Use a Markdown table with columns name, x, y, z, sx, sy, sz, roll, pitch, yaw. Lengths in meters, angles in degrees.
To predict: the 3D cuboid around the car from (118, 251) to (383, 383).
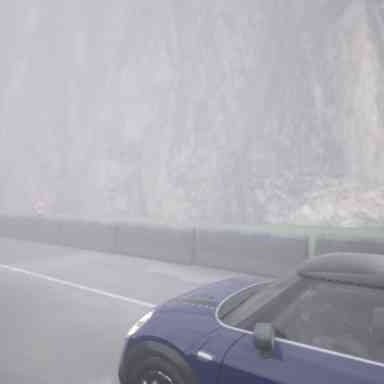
| name | x | y | z | sx | sy | sz | roll | pitch | yaw |
| --- | --- | --- | --- | --- | --- | --- | --- | --- | --- |
| car | 1.446 | 1.358 | 2.973 | 4.553 | 1.767 | 2.097 | 0 | 0 | 36 |
